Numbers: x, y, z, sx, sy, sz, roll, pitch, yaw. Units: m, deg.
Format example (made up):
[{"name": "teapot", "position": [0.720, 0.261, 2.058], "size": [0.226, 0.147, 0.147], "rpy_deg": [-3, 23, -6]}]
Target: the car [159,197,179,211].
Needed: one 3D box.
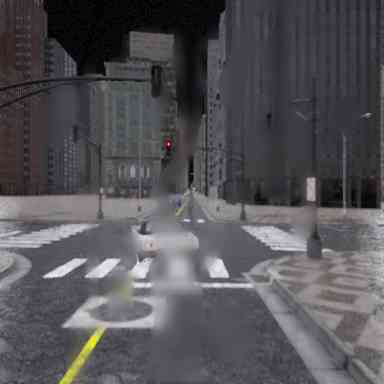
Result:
[{"name": "car", "position": [-3.140, 1.740, 43.532], "size": [2.033, 1.411, 5.357], "rpy_deg": [0, 0, 0]}]

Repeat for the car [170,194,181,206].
[{"name": "car", "position": [-3.108, 1.483, 59.856], "size": [2.150, 2.045, 5.566], "rpy_deg": [0, 0, 1]}]

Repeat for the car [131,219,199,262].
[{"name": "car", "position": [-1.234, 1.656, 12.407], "size": [1.895, 1.301, 4.718], "rpy_deg": [0, 0, -14]}]
